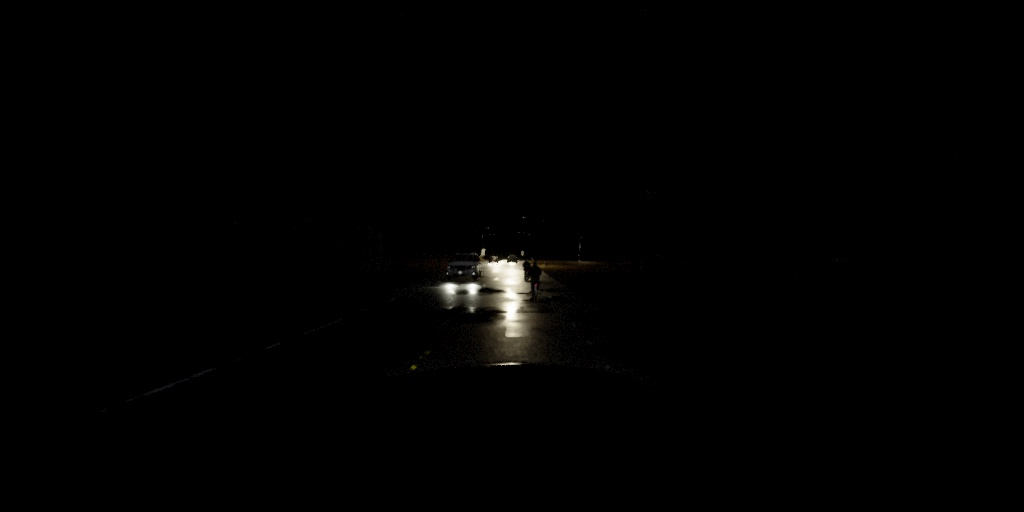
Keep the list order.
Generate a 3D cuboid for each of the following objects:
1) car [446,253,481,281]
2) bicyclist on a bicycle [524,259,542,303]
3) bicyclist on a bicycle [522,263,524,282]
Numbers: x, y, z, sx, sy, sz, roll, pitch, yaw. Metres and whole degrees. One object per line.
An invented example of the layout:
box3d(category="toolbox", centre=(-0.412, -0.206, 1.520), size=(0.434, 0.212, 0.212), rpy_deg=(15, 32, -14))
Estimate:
box3d(category="car", centre=(-3.590, 0.761, 27.588), size=(2.150, 2.045, 5.566), rpy_deg=(0, 1, 0))
box3d(category="bicyclist on a bicycle", centre=(0.969, 1.048, 15.253), size=(0.659, 1.776, 1.843), rpy_deg=(0, 1, 0))
box3d(category="bicyclist on a bicycle", centre=(0.971, 1.034, 23.997), size=(0.582, 1.620, 1.656), rpy_deg=(0, 0, 0))
